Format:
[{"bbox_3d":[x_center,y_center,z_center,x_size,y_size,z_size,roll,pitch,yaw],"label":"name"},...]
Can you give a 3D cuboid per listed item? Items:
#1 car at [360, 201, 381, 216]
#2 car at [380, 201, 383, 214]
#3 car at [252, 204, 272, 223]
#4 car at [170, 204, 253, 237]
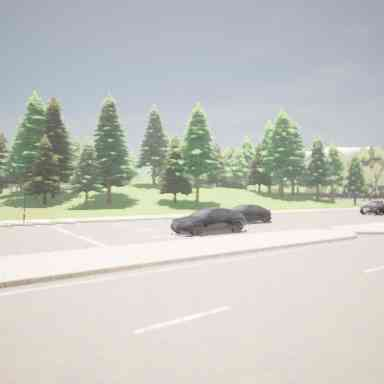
[{"bbox_3d":[20.223,1.769,36.249,4.902,1.511,2.128,1,0,-34],"label":"car"},{"bbox_3d":[21.171,1.813,32.667,5.357,1.411,2.033,1,0,-34],"label":"car"},{"bbox_3d":[4.076,1.659,25.241,4.674,1.442,1.812,1,0,-34],"label":"car"},{"bbox_3d":[1.011,1.614,18.834,4.674,1.442,1.812,0,0,-35],"label":"car"}]
